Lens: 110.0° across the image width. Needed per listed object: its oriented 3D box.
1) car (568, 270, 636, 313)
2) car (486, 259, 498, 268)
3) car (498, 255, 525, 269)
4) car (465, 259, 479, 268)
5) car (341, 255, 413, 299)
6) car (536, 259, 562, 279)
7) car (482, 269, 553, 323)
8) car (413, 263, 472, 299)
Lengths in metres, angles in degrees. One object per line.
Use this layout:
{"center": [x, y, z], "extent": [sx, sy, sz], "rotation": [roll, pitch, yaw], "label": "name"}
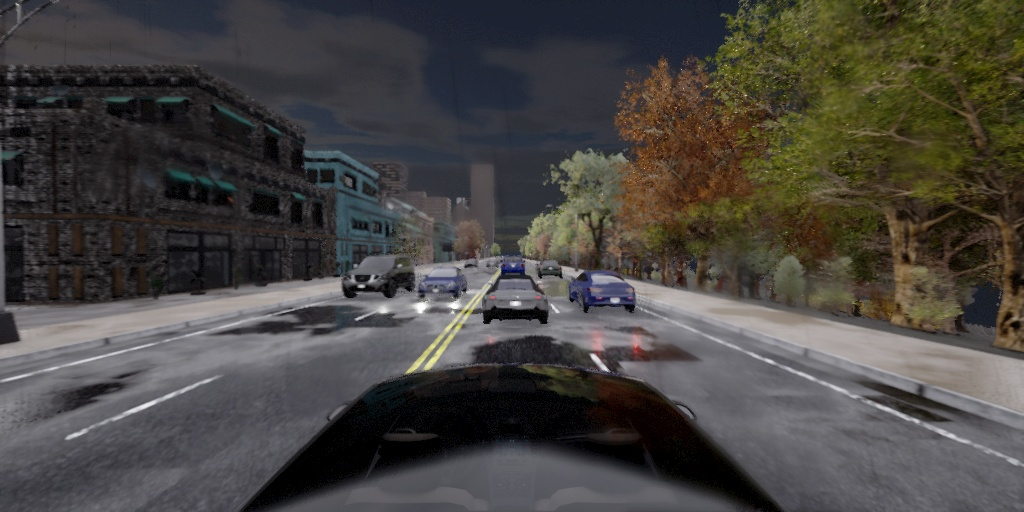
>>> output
{"center": [3.359, 1.271, 13.947], "extent": [1.812, 1.442, 4.674], "rotation": [0, 0, 0], "label": "car"}
{"center": [-3.302, 1.218, 60.833], "extent": [2.128, 1.511, 4.902], "rotation": [0, 0, 1], "label": "car"}
{"center": [0.091, 0.959, 33.836], "extent": [2.150, 2.045, 5.566], "rotation": [0, 0, 0], "label": "car"}
{"center": [-6.568, 1.233, 58.862], "extent": [1.837, 1.490, 4.892], "rotation": [0, 0, 1], "label": "car"}
{"center": [-6.606, 0.964, 18.484], "extent": [2.150, 2.045, 5.566], "rotation": [0, 0, 0], "label": "car"}
{"center": [3.340, 1.090, 33.042], "extent": [2.097, 1.767, 4.553], "rotation": [0, 0, 0], "label": "car"}
{"center": [0.098, 1.310, 12.082], "extent": [1.994, 1.385, 4.181], "rotation": [0, 0, 0], "label": "car"}
{"center": [-3.362, 1.269, 18.163], "extent": [1.812, 1.442, 4.674], "rotation": [0, 0, 0], "label": "car"}
